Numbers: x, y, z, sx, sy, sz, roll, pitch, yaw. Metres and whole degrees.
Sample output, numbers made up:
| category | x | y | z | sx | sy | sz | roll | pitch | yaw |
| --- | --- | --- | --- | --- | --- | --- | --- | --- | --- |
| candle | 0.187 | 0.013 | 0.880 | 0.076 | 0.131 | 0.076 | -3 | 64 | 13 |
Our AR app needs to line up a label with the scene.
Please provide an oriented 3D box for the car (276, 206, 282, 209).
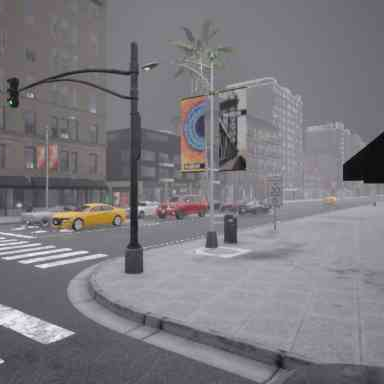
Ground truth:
| category | x | y | z | sx | sy | sz | roll | pitch | yaw |
| --- | --- | --- | --- | --- | --- | --- | --- | --- | --- |
| car | 10.851 | 1.585 | 45.823 | 1.837 | 1.490 | 4.892 | 0 | 0 | 36 |

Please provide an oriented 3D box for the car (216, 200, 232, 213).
| category | x | y | z | sx | sy | sz | roll | pitch | yaw |
| --- | --- | --- | --- | --- | --- | --- | --- | --- | --- |
| car | 5.009 | 1.657 | 37.610 | 1.895 | 1.301 | 4.718 | 0 | 0 | 35 |

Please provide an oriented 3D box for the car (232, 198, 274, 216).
| category | x | y | z | sx | sy | sz | roll | pitch | yaw |
| --- | --- | --- | --- | --- | --- | --- | --- | --- | --- |
| car | 6.216 | 1.580 | 33.342 | 1.812 | 1.442 | 4.674 | 0 | 0 | 35 |

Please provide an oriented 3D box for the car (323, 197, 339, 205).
| category | x | y | z | sx | sy | sz | roll | pitch | yaw |
| --- | --- | --- | --- | --- | --- | --- | --- | --- | --- |
| car | 25.408 | 1.619 | 60.575 | 1.882 | 1.535 | 5.008 | 0 | -1 | 35 |

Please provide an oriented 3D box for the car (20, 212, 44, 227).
| category | x | y | z | sx | sy | sz | roll | pitch | yaw |
| --- | --- | --- | --- | --- | --- | --- | --- | --- | --- |
| car | -9.240 | 1.615 | 23.047 | 1.895 | 1.301 | 4.718 | 0 | 0 | 35 |

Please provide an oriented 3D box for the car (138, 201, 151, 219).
| category | x | y | z | sx | sy | sz | roll | pitch | yaw |
| --- | --- | --- | --- | --- | --- | --- | --- | --- | --- |
| car | -4.147 | 1.555 | 30.262 | 1.812 | 1.442 | 4.674 | 0 | 0 | 35 |

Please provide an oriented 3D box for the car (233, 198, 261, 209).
| category | x | y | z | sx | sy | sz | roll | pitch | yaw |
| --- | --- | --- | --- | --- | --- | --- | --- | --- | --- |
| car | 7.803 | 1.579 | 47.106 | 1.837 | 1.490 | 4.892 | 0 | 0 | 37 |

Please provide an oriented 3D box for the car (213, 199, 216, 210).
| category | x | y | z | sx | sy | sz | roll | pitch | yaw |
| --- | --- | --- | --- | --- | --- | --- | --- | --- | --- |
| car | 1.759 | 1.527 | 38.644 | 1.882 | 1.535 | 5.008 | 0 | 0 | 35 |

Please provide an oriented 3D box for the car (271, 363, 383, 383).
| category | x | y | z | sx | sy | sz | roll | pitch | yaw |
| --- | --- | --- | --- | --- | --- | --- | --- | --- | --- |
| car | 2.226 | 1.551 | 1.260 | 4.403 | 1.369 | 2.008 | 0 | 0 | 35 |

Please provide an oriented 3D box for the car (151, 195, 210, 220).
| category | x | y | z | sx | sy | sz | roll | pitch | yaw |
| --- | --- | --- | --- | --- | --- | --- | --- | --- | --- |
| car | -0.754 | 1.258 | 29.442 | 2.150 | 2.045 | 5.566 | 0 | 0 | 35 |

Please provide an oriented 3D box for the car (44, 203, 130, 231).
| category | x | y | z | sx | sy | sz | roll | pitch | yaw |
| --- | --- | --- | --- | --- | --- | --- | --- | --- | --- |
| car | -6.476 | 1.497 | 21.308 | 1.882 | 1.535 | 5.008 | 0 | 0 | 35 |
